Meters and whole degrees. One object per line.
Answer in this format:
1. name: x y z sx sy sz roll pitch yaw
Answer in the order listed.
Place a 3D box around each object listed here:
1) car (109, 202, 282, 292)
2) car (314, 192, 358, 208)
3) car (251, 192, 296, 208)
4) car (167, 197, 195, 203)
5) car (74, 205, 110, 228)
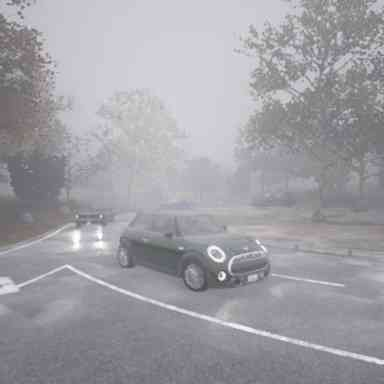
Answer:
1. car: -0.133 1.331 9.113 2.097 1.767 4.553 0 0 -42
2. car: 19.457 1.042 44.912 5.566 2.045 2.150 1 0 13
3. car: 10.240 1.007 41.778 5.566 2.045 2.150 0 0 -12
4. car: -1.664 1.394 37.656 1.882 1.535 5.008 0 0 41
5. car: -6.409 1.568 22.397 1.895 1.301 4.718 0 0 -3
